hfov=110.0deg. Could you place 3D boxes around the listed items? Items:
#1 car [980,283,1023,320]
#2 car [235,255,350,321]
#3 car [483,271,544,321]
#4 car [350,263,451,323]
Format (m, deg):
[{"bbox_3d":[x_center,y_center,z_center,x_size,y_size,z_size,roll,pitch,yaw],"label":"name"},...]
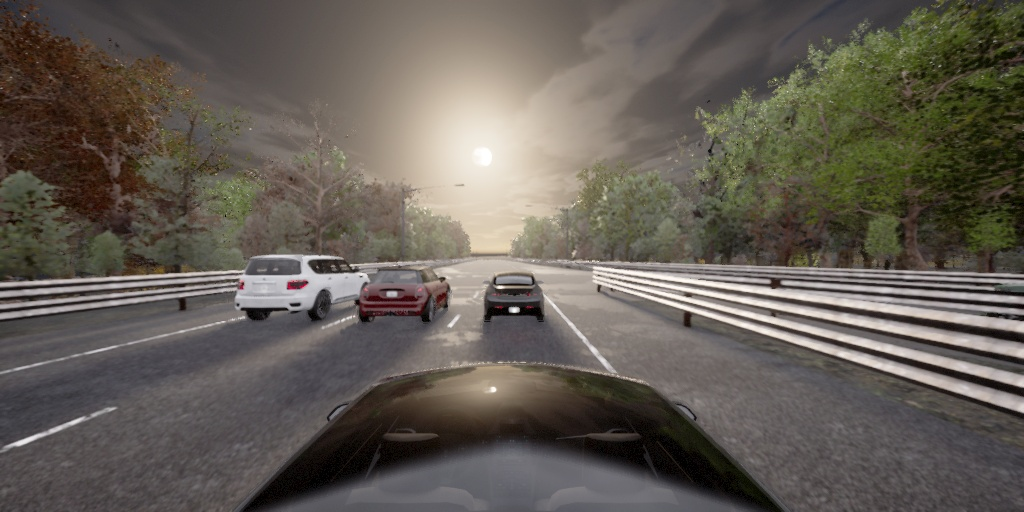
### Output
[{"bbox_3d":[14.353,1.029,7.490,2.150,2.045,5.566,0,0,-14],"label":"car"},{"bbox_3d":[-6.948,0.984,12.704,2.150,2.045,5.566,0,0,0],"label":"car"},{"bbox_3d":[0.051,1.265,12.470,1.837,1.490,4.892,0,0,0],"label":"car"},{"bbox_3d":[-3.450,1.113,12.390,2.097,1.767,4.553,0,0,0],"label":"car"}]
